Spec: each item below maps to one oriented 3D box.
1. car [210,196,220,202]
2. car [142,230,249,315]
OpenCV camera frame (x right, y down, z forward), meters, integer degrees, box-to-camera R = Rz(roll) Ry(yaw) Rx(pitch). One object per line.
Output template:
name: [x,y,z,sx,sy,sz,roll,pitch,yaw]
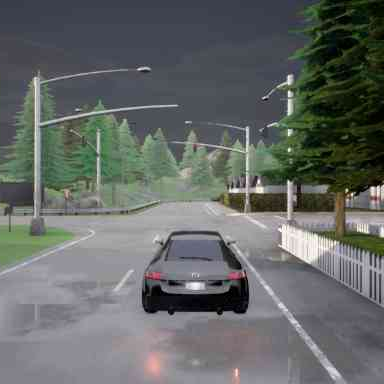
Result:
car: [6.697,1.525,72.863,5.357,1.411,2.033,0,0,-22]
car: [0.075,1.564,7.644,1.994,1.385,4.181,0,0,1]
